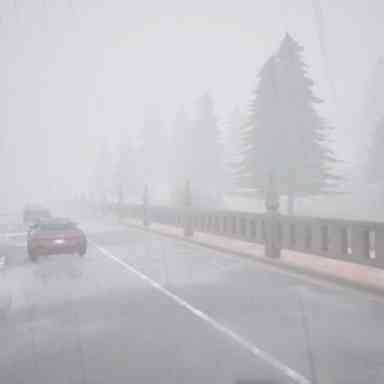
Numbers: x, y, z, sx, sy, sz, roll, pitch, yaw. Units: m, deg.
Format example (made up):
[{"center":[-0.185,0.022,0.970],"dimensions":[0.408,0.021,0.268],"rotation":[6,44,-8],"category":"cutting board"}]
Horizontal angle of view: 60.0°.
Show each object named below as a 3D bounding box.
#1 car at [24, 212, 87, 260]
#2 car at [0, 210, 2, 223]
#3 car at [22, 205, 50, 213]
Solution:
[{"center":[-5.489,1.698,13.286],"dimensions":[1.994,1.385,4.181],"rotation":[0,0,-27],"category":"car"},{"center":[-15.511,1.798,24.967],"dimensions":[2.128,1.511,4.902],"rotation":[0,0,-27],"category":"car"},{"center":[-12.744,1.768,27.244],"dimensions":[1.882,1.535,5.008],"rotation":[0,0,-27],"category":"car"}]
